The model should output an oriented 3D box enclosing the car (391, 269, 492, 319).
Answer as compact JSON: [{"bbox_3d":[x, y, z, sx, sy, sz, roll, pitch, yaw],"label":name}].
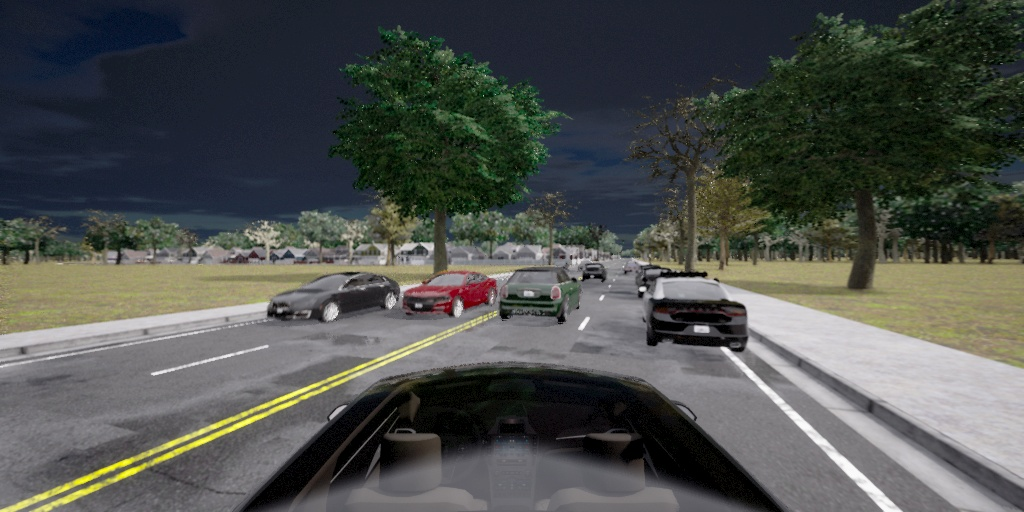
[{"bbox_3d":[-2.146,1.294,13.603,1.882,1.535,5.008,0,0,18],"label":"car"}]

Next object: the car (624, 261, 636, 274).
[{"bbox_3d":[14.698,1.501,43.806,2.033,1.411,5.357,0,0,19],"label":"car"}]

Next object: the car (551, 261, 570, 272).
[{"bbox_3d":[7.209,1.531,52.600,1.837,1.490,4.892,0,0,18],"label":"car"}]

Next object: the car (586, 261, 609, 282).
[{"bbox_3d":[7.212,1.397,31.087,1.837,1.490,4.892,0,0,18],"label":"car"}]

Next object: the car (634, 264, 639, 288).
[{"bbox_3d":[7.489,1.325,18.681,1.837,1.490,4.892,0,0,18],"label":"car"}]

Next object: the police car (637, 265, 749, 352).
[{"bbox_3d":[4.412,1.202,9.282,1.930,1.638,5.238,0,0,18],"label":"police car"}]

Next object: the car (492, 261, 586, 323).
[{"bbox_3d":[1.168,1.155,12.636,2.097,1.767,4.553,0,0,18],"label":"car"}]

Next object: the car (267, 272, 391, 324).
[{"bbox_3d":[-5.901,1.326,12.578,1.837,1.490,4.892,0,0,18],"label":"car"}]

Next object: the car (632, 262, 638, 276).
[{"bbox_3d":[9.356,1.352,24.384,1.837,1.490,4.892,0,0,18],"label":"car"}]
